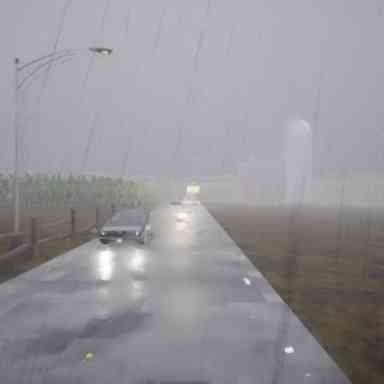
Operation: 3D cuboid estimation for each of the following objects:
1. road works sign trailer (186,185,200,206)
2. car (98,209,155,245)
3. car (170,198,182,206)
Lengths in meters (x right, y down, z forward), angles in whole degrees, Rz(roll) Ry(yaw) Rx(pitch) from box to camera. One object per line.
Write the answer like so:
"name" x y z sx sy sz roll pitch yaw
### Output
"road works sign trailer" 0.197 0.625 58.611 2.380 3.560 2.880 0 0 -4
"car" -2.846 1.538 15.715 2.033 1.411 5.357 0 0 0
"car" -2.774 1.706 58.332 2.033 1.411 5.357 0 0 1
